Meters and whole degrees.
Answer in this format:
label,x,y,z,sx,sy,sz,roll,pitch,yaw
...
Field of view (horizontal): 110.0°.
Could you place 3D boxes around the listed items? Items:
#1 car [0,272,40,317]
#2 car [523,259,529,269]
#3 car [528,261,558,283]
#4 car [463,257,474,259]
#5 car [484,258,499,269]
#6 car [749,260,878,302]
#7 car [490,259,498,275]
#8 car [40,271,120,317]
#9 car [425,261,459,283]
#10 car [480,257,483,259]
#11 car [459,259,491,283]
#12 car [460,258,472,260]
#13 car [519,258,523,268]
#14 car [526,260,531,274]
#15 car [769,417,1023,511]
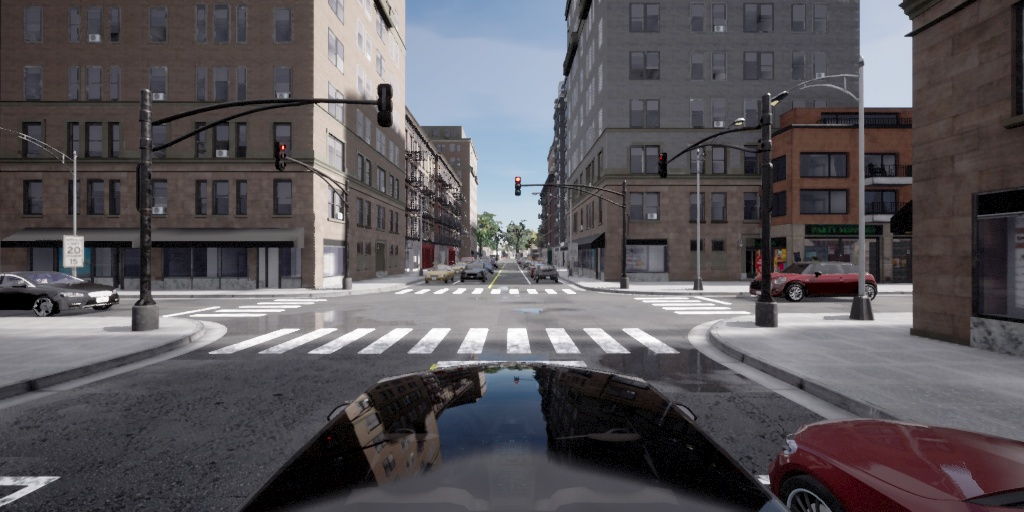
label,x,y,z,sx,sy,sz,roll,pitch,yaw
car,-5.398,1.064,0.745,2.192,1.841,5.009,0,0,0
car,2.532,1.302,38.739,2.007,1.370,4.403,0,0,0
car,2.563,1.301,27.775,2.007,1.370,4.403,0,0,0
car,-5.531,1.067,44.198,2.192,1.841,5.009,0,0,0
car,-2.971,1.354,53.008,1.895,1.301,4.718,0,0,0
car,13.218,1.036,15.958,4.553,1.767,2.097,0,0,0
car,-2.961,1.299,39.916,2.033,1.411,5.357,0,0,0
car,-17.101,1.309,12.882,4.902,1.511,2.128,0,0,1
car,-5.490,1.276,27.582,1.751,1.417,4.829,0,0,0
car,-5.545,1.193,49.680,1.967,1.591,4.097,0,0,0
car,-2.924,1.255,28.435,1.837,1.490,4.892,0,0,0
car,-5.517,1.277,38.545,1.751,1.417,4.829,0,0,0
car,2.484,1.304,55.184,2.007,1.370,4.403,0,0,0
car,2.547,1.296,33.257,1.888,1.381,4.507,0,0,0
car,2.641,1.332,0.767,1.802,1.307,4.207,0,0,0
